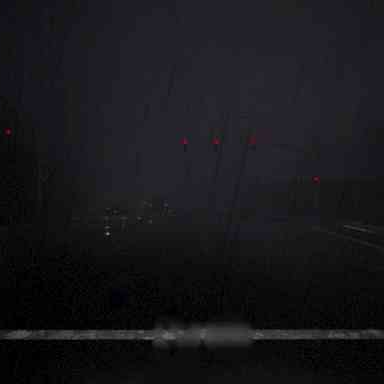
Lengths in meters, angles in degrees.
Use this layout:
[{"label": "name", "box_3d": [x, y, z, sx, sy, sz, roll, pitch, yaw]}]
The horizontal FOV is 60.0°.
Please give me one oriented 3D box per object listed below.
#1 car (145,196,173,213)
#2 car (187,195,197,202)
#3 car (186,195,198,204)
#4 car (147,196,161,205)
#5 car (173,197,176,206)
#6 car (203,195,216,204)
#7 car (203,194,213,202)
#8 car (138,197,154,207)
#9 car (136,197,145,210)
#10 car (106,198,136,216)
[{"label": "car", "box_3d": [-3.578, 1.352, 36.992, 2.097, 1.767, 4.553, 0, 0, 0]}, {"label": "car", "box_3d": [0.021, 1.413, 73.882, 1.994, 1.385, 4.181, 0, 0, 0]}, {"label": "car", "box_3d": [0.018, 1.505, 63.773, 1.837, 1.490, 4.892, 0, 0, 0]}, {"label": "car", "box_3d": [-7.046, 1.492, 62.085, 2.128, 1.511, 4.902, 0, 0, 0]}, {"label": "car", "box_3d": [-3.581, 1.564, 45.562, 1.994, 1.385, 4.181, 0, 0, 0]}, {"label": "car", "box_3d": [3.621, 1.548, 63.973, 2.033, 1.411, 5.357, 0, 0, 0]}, {"label": "car", "box_3d": [3.523, 1.355, 74.460, 2.097, 1.767, 4.553, 0, 0, 0]}, {"label": "car", "box_3d": [-7.076, 1.505, 51.677, 1.837, 1.490, 4.892, 0, 0, 0]}, {"label": "car", "box_3d": [-7.082, 1.478, 42.191, 1.882, 1.535, 5.008, 0, 0, 0]}, {"label": "car", "box_3d": [-7.085, 1.526, 32.897, 1.812, 1.442, 4.674, 0, 0, 0]}]
